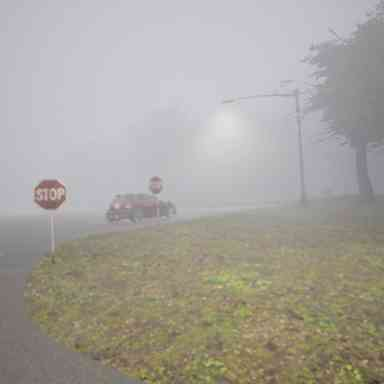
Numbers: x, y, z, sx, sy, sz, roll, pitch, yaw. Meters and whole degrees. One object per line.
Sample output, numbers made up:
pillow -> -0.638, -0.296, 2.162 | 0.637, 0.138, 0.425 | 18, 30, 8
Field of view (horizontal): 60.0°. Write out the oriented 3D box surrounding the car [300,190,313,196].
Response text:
car -> 25.817, 0.314, 74.980 | 1.895, 1.301, 4.718 | -4, -1, 34

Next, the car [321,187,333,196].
car -> 29.146, -0.187, 71.745 | 2.097, 1.767, 4.553 | -4, -1, 28

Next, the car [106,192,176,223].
car -> -2.980, 0.854, 20.344 | 2.097, 1.767, 4.553 | -4, -1, 34
